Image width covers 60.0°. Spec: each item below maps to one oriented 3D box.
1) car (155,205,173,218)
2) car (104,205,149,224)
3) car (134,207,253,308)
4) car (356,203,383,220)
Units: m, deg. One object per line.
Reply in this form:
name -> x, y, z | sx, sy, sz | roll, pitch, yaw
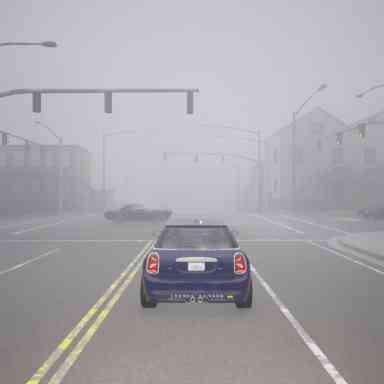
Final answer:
car -> -3.551, 2.570, 42.552 | 1.895, 1.301, 4.718 | 0, -8, 0
car -> -3.677, 1.554, 23.694 | 4.718, 1.301, 1.895 | 0, 0, -1
car -> 0.094, 1.352, 8.068 | 2.097, 1.767, 4.553 | 0, 0, 0
car -> 16.633, 1.547, 27.651 | 5.357, 1.411, 2.033 | 0, 0, -1
